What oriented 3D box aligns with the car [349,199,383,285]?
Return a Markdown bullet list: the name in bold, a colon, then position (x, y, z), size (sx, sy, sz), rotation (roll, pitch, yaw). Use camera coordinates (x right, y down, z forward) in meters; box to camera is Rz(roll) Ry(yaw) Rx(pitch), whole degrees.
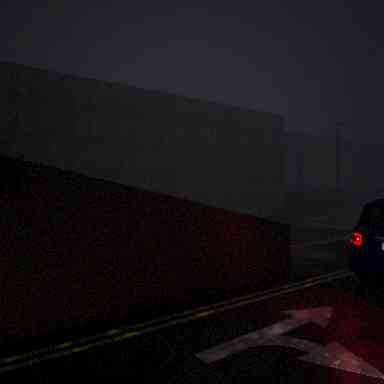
- **car**: position (6.066, 1.150, 8.068), size (5.566, 2.045, 2.150), rotation (-1, 0, -36)
